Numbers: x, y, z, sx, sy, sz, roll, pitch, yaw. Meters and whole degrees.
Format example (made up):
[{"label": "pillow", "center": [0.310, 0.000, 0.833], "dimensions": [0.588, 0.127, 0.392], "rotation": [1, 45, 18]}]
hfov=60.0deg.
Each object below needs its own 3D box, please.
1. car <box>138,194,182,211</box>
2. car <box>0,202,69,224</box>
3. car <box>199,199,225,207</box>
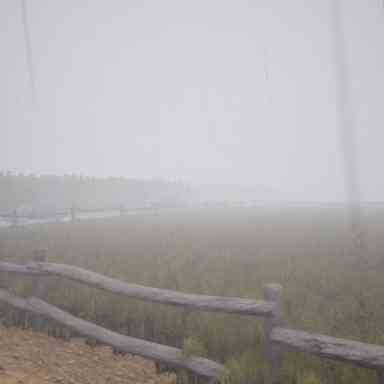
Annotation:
[{"label": "car", "center": [-3.397, 1.222, 36.382], "dimensions": [2.150, 2.045, 5.566], "rotation": [0, 0, 36]}, {"label": "car", "center": [-11.631, 1.490, 24.813], "dimensions": [2.128, 1.511, 4.902], "rotation": [0, 0, 35]}, {"label": "car", "center": [2.865, 1.546, 39.541], "dimensions": [2.033, 1.411, 5.357], "rotation": [0, 0, 35]}]
